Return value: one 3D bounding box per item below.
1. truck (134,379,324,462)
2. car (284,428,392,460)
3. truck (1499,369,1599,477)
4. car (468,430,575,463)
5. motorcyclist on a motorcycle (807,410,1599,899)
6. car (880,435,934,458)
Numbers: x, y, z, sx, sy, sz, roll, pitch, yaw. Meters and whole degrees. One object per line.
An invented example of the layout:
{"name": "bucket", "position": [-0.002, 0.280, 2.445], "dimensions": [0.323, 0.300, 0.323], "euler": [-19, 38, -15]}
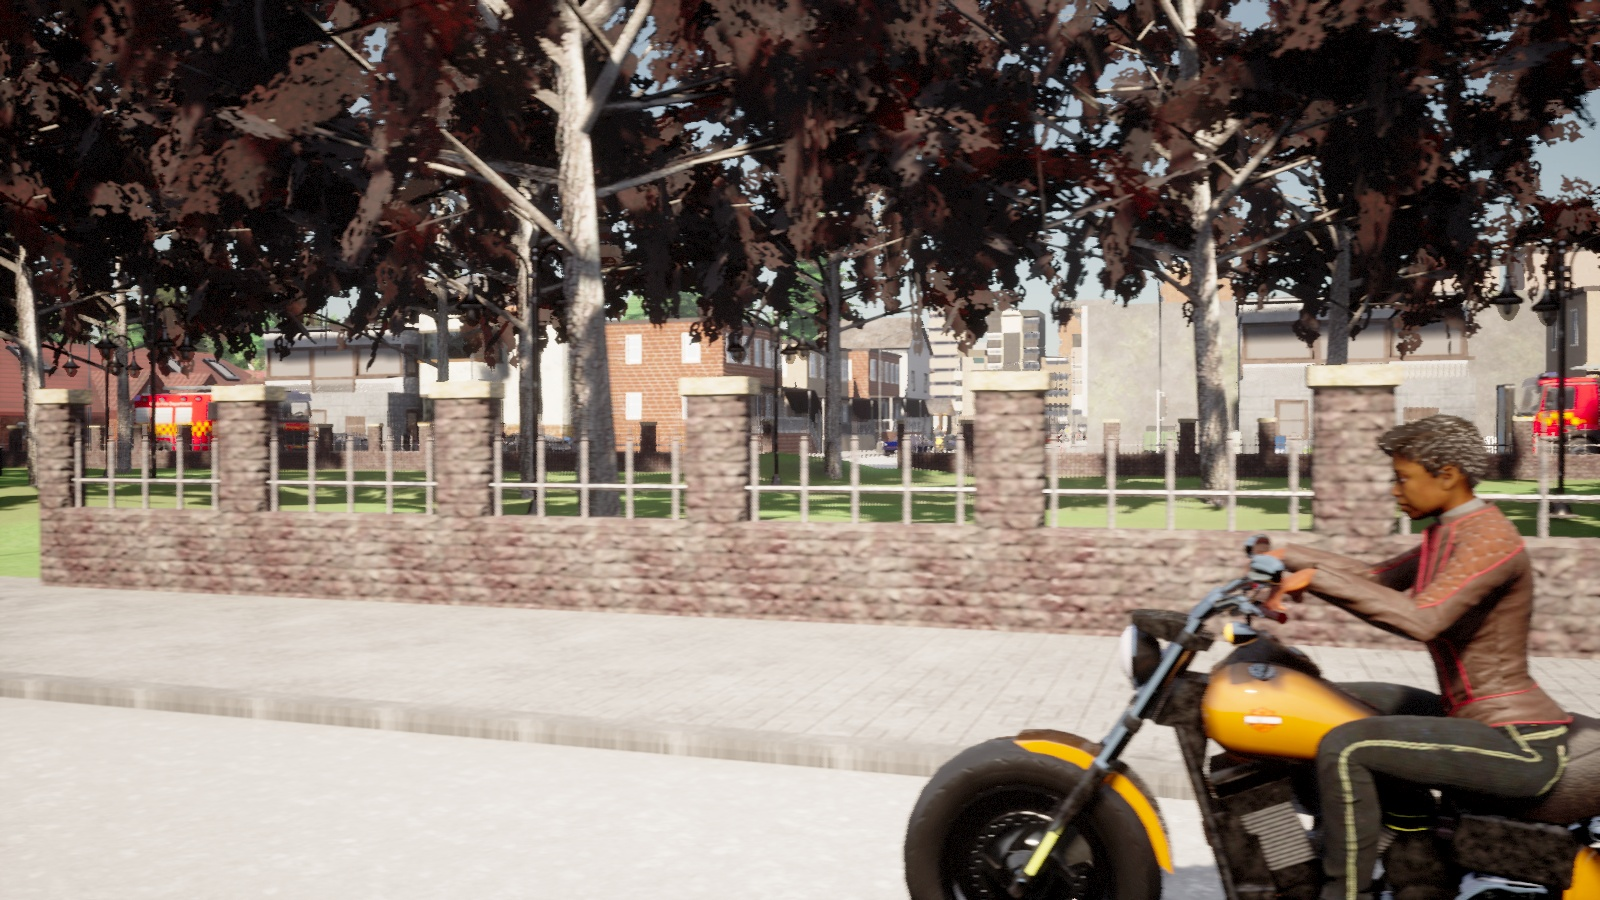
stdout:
{"name": "truck", "position": [-27.603, -1.414, 60.723], "dimensions": [8.468, 3.827, 2.891], "euler": [0, 1, 16]}
{"name": "car", "position": [-23.421, -0.324, 63.666], "dimensions": [4.902, 1.511, 2.128], "euler": [1, 1, 18]}
{"name": "truck", "position": [30.392, -0.952, 45.460], "dimensions": [8.468, 3.827, 2.891], "euler": [0, 1, 19]}
{"name": "car", "position": [-13.309, -0.179, 59.973], "dimensions": [4.892, 1.490, 1.837], "euler": [1, 1, 24]}
{"name": "motorcyclist on a motorcycle", "position": [1.255, 0.729, 3.298], "dimensions": [2.350, 1.649, 0.766], "euler": [0, 1, 19]}
{"name": "car", "position": [6.277, -0.225, 73.421], "dimensions": [1.895, 1.301, 4.718], "euler": [1, 1, 21]}
